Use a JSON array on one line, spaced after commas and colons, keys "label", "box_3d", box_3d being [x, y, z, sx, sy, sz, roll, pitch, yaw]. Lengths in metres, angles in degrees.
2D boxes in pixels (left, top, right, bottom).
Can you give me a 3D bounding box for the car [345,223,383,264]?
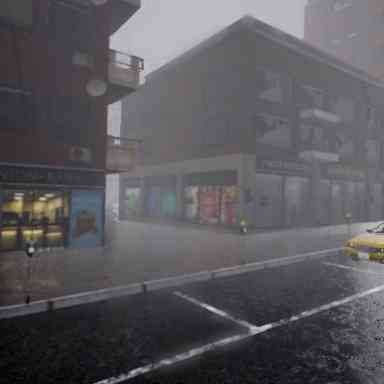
[{"label": "car", "box_3d": [6.947, 1.530, 11.024, 4.829, 1.417, 1.752, 0, 2, -35]}]
